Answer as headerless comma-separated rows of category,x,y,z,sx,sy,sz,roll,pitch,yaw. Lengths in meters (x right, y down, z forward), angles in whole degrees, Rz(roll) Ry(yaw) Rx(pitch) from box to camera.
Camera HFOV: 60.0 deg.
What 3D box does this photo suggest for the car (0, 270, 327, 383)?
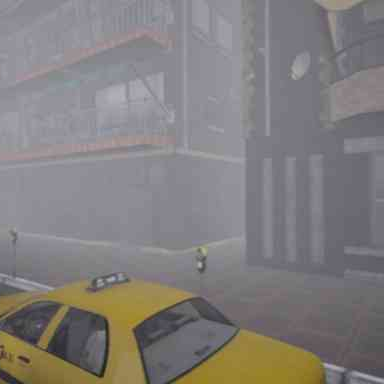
car,-1.086,1.551,3.648,4.829,1.417,1.752,-1,0,35
